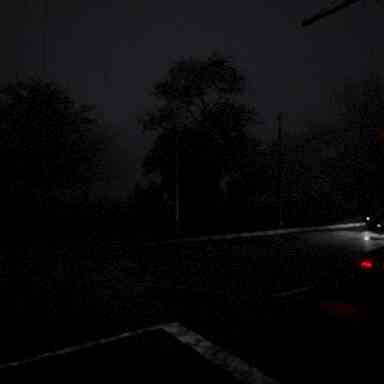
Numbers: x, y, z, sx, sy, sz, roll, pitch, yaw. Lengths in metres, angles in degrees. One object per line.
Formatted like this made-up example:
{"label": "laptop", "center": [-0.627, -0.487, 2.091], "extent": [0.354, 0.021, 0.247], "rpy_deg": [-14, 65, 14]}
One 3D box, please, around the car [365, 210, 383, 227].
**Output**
{"label": "car", "center": [13.612, 1.844, 22.321], "extent": [4.718, 1.301, 1.895], "rpy_deg": [1, 0, -36]}

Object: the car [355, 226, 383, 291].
{"label": "car", "center": [6.125, 1.645, 8.116], "extent": [5.357, 1.411, 2.033], "rpy_deg": [1, 0, -35]}
